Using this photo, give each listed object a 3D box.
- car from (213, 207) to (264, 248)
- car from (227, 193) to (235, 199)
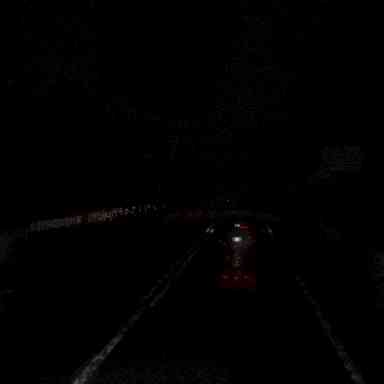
[{"bbox_3d":[1.992,1.406,14.234,1.837,1.490,4.892,0,1,9],"label":"car"},{"bbox_3d":[9.088,0.847,76.999,1.812,1.442,4.674,0,0,10],"label":"car"}]
